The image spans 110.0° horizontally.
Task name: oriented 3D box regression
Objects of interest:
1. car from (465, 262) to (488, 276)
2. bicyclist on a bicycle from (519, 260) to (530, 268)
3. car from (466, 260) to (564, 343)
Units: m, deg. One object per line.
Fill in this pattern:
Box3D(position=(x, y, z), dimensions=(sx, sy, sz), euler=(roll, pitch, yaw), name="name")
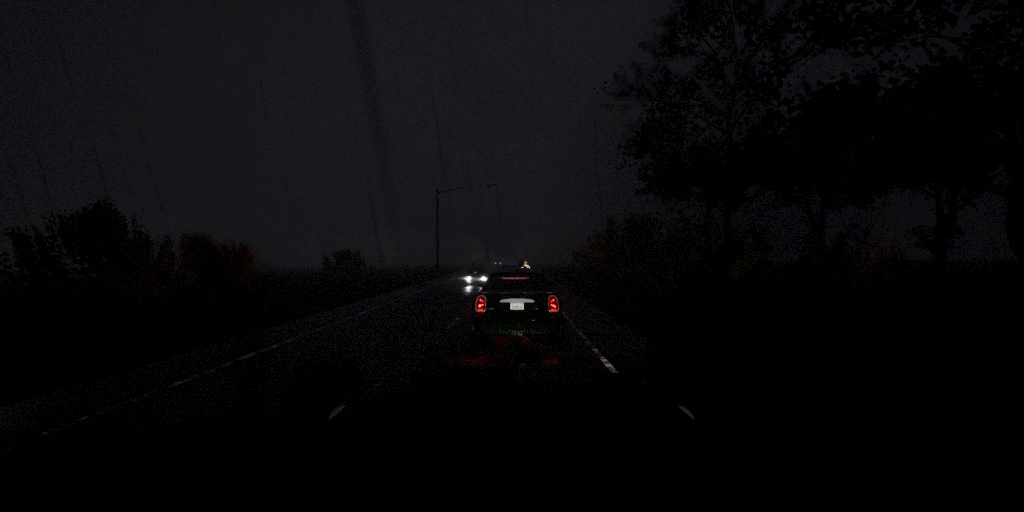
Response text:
Box3D(position=(-3.624, 1.338, 37.513), dimensions=(1.895, 1.301, 4.718), euler=(0, 0, 0), name="car")
Box3D(position=(0.975, 1.177, 25.641), dimensions=(0.866, 1.612, 1.509), euler=(0, 0, 1), name="bicyclist on a bicycle")
Box3D(position=(0.113, 1.099, 9.818), dimensions=(2.097, 1.767, 4.553), euler=(0, 0, 0), name="car")
